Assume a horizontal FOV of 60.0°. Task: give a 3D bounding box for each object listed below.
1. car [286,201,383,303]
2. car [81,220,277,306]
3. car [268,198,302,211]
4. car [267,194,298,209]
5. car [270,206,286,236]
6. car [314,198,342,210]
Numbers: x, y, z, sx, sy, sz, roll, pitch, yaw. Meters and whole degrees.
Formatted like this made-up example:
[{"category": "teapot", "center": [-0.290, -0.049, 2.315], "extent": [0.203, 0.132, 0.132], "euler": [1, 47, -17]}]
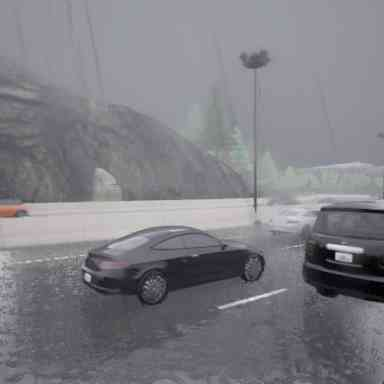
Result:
[{"category": "car", "center": [4.769, 1.229, 7.463], "extent": [5.566, 2.045, 2.150], "euler": [0, 0, -38]}, {"category": "car", "center": [-0.249, 1.539, 8.049], "extent": [4.674, 1.442, 1.812], "euler": [0, 0, -37]}, {"category": "car", "center": [11.936, 1.546, 42.446], "extent": [2.128, 1.511, 4.902], "euler": [0, 0, 44]}, {"category": "car", "center": [13.468, 1.286, 49.194], "extent": [2.150, 2.045, 5.566], "euler": [0, 0, 42]}, {"category": "car", "center": [5.900, 1.548, 17.407], "extent": [4.674, 1.442, 1.812], "euler": [0, 0, -40]}, {"category": "car", "center": [17.887, 1.557, 43.680], "extent": [1.837, 1.490, 4.892], "euler": [0, -1, 42]}]
